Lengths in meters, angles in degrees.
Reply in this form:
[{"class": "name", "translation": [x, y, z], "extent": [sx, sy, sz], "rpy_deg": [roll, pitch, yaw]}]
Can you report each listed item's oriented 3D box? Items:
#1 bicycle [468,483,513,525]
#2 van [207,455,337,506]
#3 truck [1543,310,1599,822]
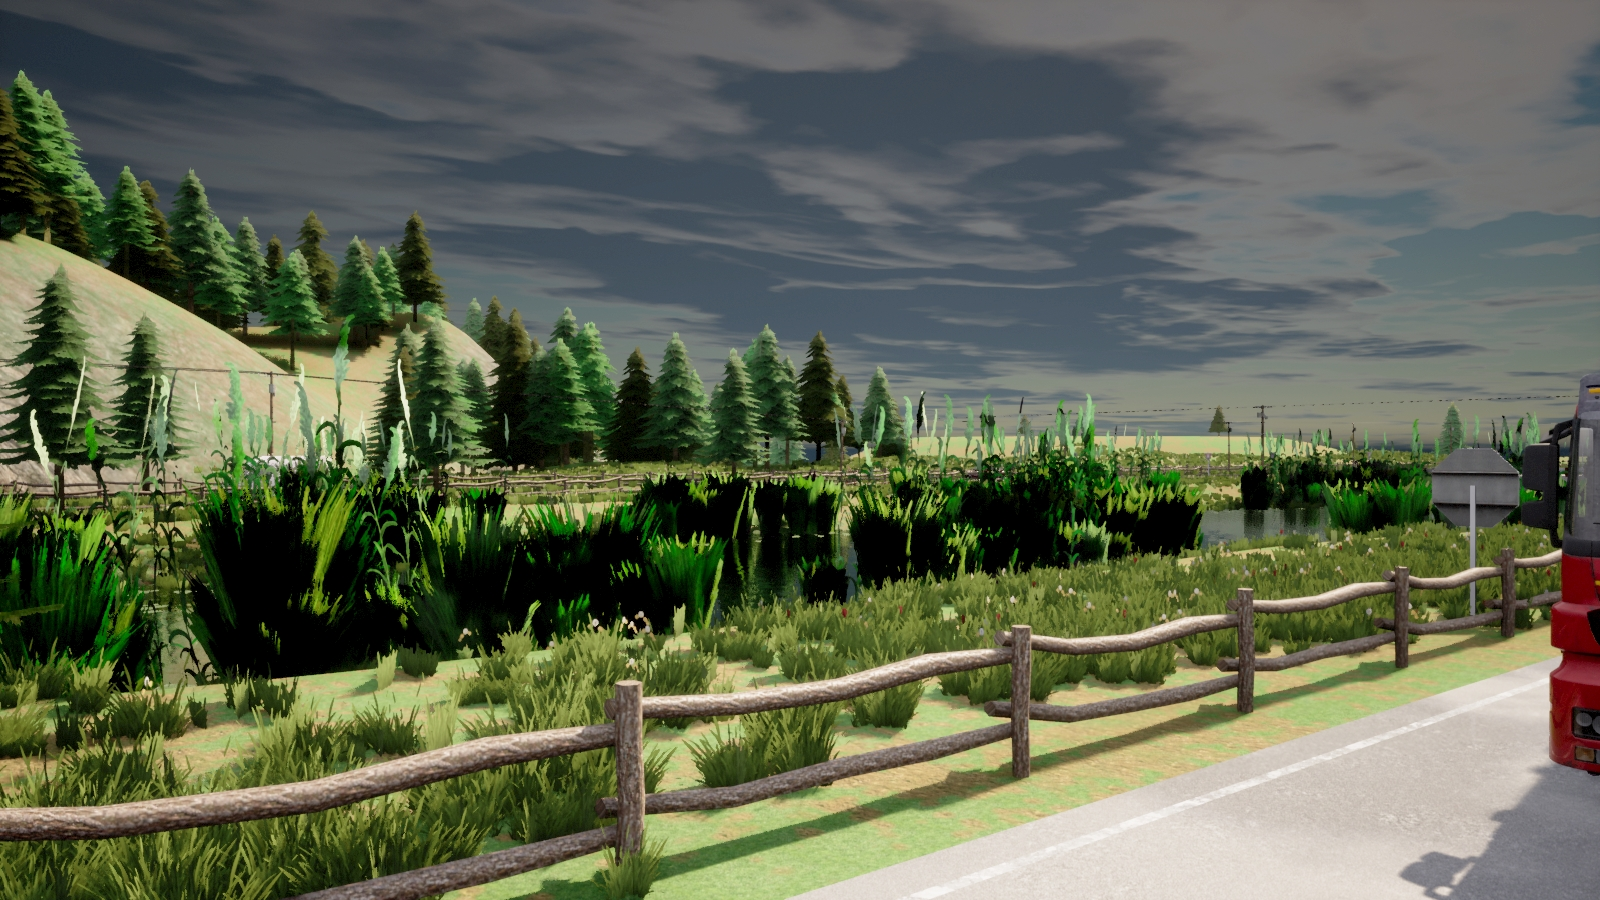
[{"class": "bicycle", "translation": [-11.632, 2.029, 42.977], "extent": [1.643, 1.496, 0.373], "rpy_deg": [0, 0, -43]}, {"class": "van", "translation": [-27.887, 1.535, 60.529], "extent": [1.988, 2.561, 5.915], "rpy_deg": [0, 0, 43]}, {"class": "truck", "translation": [9.607, 0.862, 10.981], "extent": [2.891, 3.827, 8.468], "rpy_deg": [0, 0, 42]}]
